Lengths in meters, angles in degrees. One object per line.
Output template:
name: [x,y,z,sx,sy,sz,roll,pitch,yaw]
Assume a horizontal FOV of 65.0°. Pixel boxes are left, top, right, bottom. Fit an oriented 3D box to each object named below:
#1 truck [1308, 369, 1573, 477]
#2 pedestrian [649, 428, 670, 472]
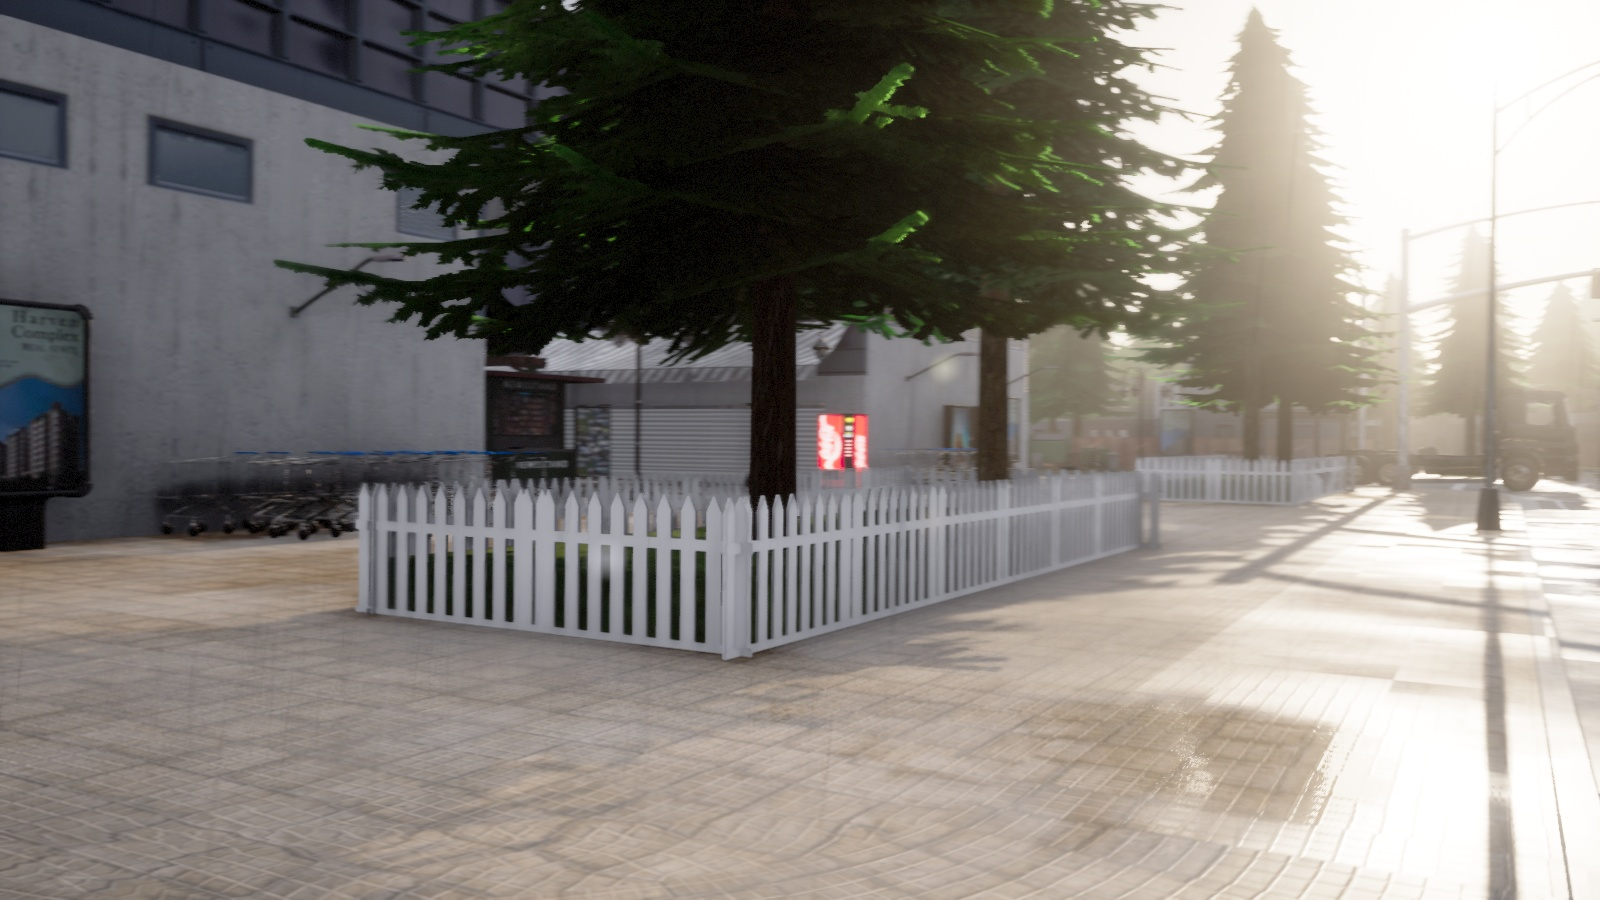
truck: [22.111,-0.861,43.587,7.936,3.462,2.891,0,0,30]
pedestrian: [-6.223,0.007,55.598,0.788,1.949,0.423,0,1,33]
